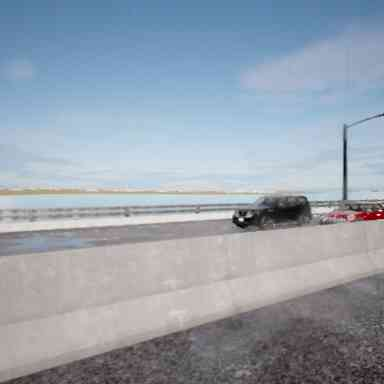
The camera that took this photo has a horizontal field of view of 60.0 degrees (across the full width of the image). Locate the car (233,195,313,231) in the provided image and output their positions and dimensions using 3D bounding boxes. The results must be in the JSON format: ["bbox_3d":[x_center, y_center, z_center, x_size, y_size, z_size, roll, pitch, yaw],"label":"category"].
[{"bbox_3d":[5.054,1.219,20.377,5.566,2.045,2.150,0,0,-35],"label":"car"}]

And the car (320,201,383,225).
[{"bbox_3d":[9.466,1.347,19.176,4.553,1.767,2.097,0,0,-34],"label":"car"}]

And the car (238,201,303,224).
[{"bbox_3d":[6.046,1.473,25.317,5.008,1.535,1.882,0,0,-35],"label":"car"}]
